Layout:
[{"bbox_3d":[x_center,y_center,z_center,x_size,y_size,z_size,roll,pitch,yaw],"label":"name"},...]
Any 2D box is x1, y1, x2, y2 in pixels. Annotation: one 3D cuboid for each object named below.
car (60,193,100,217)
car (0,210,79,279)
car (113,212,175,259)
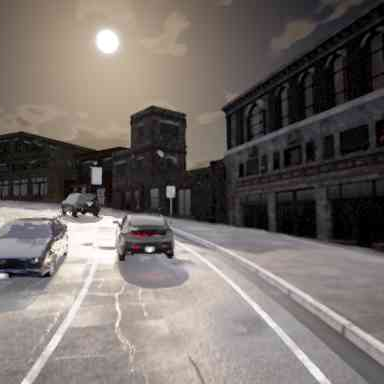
[{"bbox_3d":[-10.103,1.141,29.930,2.150,2.045,5.566,3,-1,-36],"label":"car"},{"bbox_3d":[-4.930,1.520,10.184,2.033,1.411,5.357,1,0,-13],"label":"car"},{"bbox_3d":[-1.893,1.511,12.622,1.837,1.490,4.892,1,0,-14],"label":"car"}]
